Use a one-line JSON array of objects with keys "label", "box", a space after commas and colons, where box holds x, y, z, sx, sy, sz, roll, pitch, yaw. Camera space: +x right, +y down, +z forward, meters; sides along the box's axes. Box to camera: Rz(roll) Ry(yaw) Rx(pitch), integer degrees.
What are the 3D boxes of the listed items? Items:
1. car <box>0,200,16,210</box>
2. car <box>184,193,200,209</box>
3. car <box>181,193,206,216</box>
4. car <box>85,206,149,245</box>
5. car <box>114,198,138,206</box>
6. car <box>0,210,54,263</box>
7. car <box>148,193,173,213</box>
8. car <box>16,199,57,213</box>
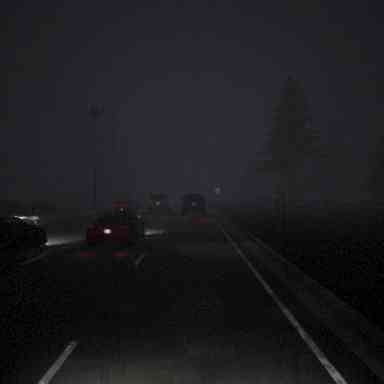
[{"label": "car", "box": [-18.444, 1.486, 32.599, 2.033, 1.411, 5.357, 0, 0, 0]}, {"label": "car", "box": [-0.012, 1.141, 46.273, 2.150, 2.045, 5.566, 0, 0, -1]}, {"label": "car", "box": [0.155, 1.165, 31.445, 2.150, 2.045, 5.566, 0, 0, 0]}, {"label": "car", "box": [-3.372, 1.535, 15.271, 1.994, 1.385, 4.181, 0, 0, 0]}, {"label": "car", "box": [-6.845, 1.440, 34.571, 1.837, 1.490, 4.892, 0, 0, 0]}, {"label": "car", "box": [-6.875, 1.540, 11.825, 1.994, 1.385, 4.181, 0, 0, 0]}, {"label": "car", "box": [-3.332, 1.156, 35.377, 2.150, 2.045, 5.566, 0, 0, 0]}, {"label": "car", "box": [-14.944, 1.407, 32.593, 1.994, 1.385, 4.181, 0, 0, 0]}]
